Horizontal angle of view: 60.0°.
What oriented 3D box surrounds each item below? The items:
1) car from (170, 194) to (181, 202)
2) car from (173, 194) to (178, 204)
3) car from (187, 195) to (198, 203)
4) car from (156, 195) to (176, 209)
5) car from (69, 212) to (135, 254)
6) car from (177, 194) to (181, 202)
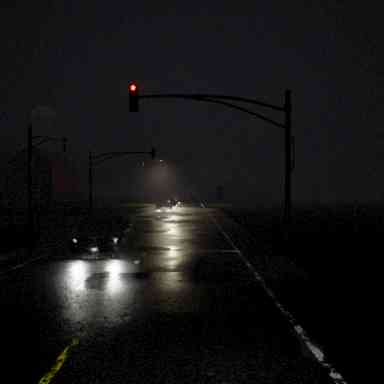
[{"bbox_3d":[-3.509,1.265,72.481,2.097,1.767,4.553,0,0,0],"label":"car"},{"bbox_3d":[-3.587,1.479,53.153,1.812,1.442,4.674,0,0,0],"label":"car"},{"bbox_3d":[0.092,1.432,69.296,1.837,1.490,4.892,0,1,0],"label":"car"},{"bbox_3d":[-3.596,1.530,44.493,1.994,1.385,4.181,0,0,0],"label":"car"},{"bbox_3d":[-3.459,1.543,13.805,2.033,1.411,5.357,0,0,-4],"label":"car"},{"bbox_3d":[-3.569,1.416,62.505,1.882,1.535,5.008,0,0,1],"label":"car"}]
